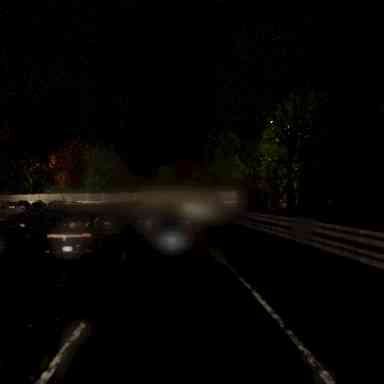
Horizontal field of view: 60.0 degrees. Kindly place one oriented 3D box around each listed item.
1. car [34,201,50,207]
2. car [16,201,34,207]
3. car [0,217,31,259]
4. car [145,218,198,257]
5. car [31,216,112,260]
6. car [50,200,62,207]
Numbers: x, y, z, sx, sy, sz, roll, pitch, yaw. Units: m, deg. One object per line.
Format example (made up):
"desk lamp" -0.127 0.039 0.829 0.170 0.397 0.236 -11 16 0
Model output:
"car" -35.255 2.734 76.743 4.181 1.385 1.994 -1 -1 43
"car" -37.742 2.685 74.281 4.674 1.442 1.812 -1 -1 43
"car" -7.881 1.708 13.058 2.128 1.511 4.902 0 -1 -7
"car" -0.948 1.767 14.032 1.994 1.385 4.181 0 -1 -7
"car" -4.388 1.698 13.359 2.128 1.511 4.902 0 -1 -7
"car" -32.768 2.702 79.206 4.892 1.490 1.837 -1 -1 43
